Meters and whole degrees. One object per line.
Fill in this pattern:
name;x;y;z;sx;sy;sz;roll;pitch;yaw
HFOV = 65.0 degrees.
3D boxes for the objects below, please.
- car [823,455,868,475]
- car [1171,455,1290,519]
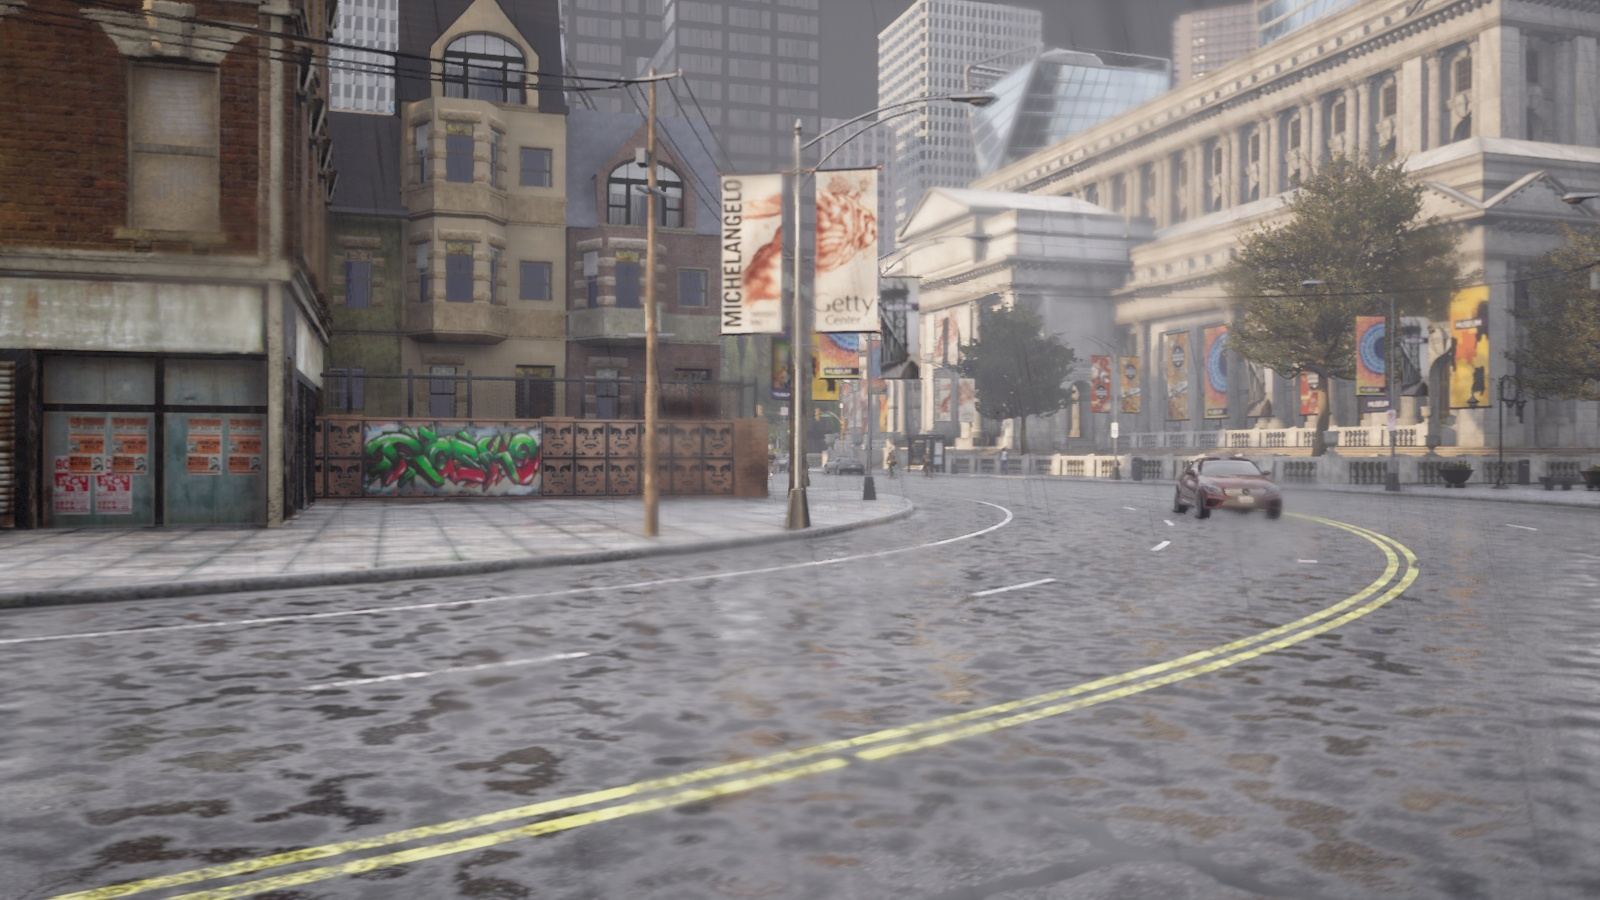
car;3.303;1.095;92.181;1.994;1.385;4.181;0;0;-17
car;10.422;0.842;30.764;1.812;1.442;4.674;0;0;7
